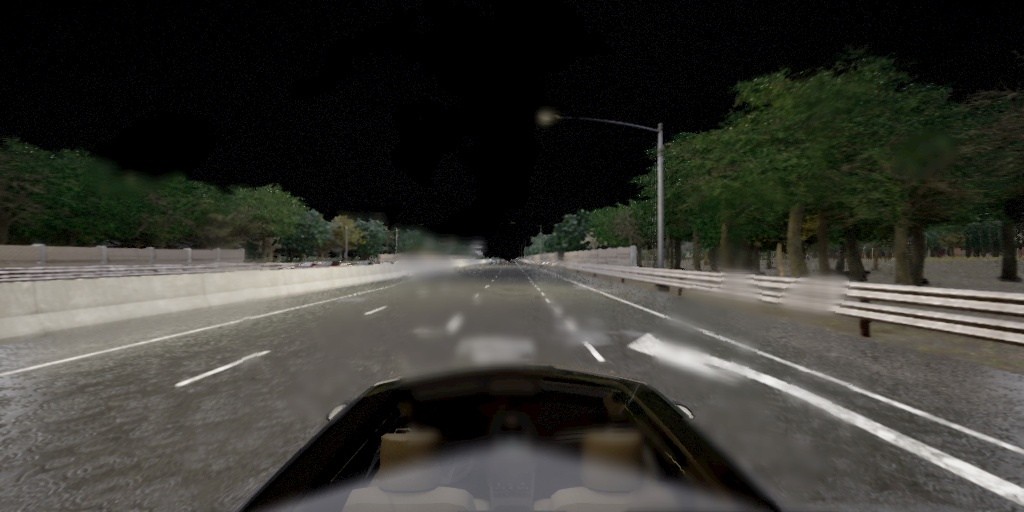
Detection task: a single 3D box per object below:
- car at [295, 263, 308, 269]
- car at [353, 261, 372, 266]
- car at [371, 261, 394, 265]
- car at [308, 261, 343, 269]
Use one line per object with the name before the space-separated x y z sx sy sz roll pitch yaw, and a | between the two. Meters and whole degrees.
car | -28.032 1.622 49.575 1.812 1.442 4.674 0 0 1
car | -21.039 1.456 51.214 2.097 1.767 4.553 0 0 1
car | -17.547 1.625 50.299 1.812 1.442 4.674 0 0 0
car | -24.547 1.438 47.923 2.097 1.767 4.553 0 0 0
